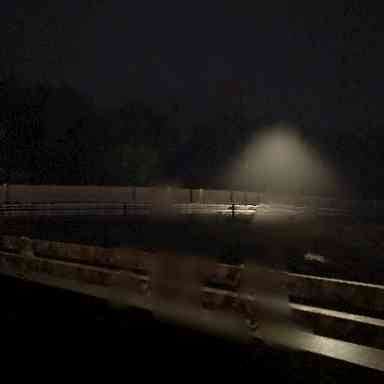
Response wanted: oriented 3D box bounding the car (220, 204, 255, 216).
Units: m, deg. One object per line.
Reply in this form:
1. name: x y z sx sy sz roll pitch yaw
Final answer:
1. car: 5.193 2.049 38.378 4.181 1.385 1.994 3 -1 -23
